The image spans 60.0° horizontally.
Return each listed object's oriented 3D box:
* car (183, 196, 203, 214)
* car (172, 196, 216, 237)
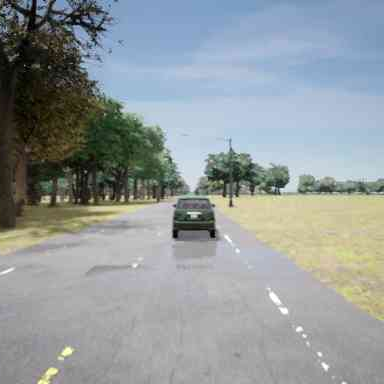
[{"bbox_3d":[0.106,1.401,36.430,2.097,1.767,4.553,0,0,0],"label":"car"},{"bbox_3d":[0.116,1.241,18.208,2.150,2.045,5.566,0,0,0],"label":"car"}]
